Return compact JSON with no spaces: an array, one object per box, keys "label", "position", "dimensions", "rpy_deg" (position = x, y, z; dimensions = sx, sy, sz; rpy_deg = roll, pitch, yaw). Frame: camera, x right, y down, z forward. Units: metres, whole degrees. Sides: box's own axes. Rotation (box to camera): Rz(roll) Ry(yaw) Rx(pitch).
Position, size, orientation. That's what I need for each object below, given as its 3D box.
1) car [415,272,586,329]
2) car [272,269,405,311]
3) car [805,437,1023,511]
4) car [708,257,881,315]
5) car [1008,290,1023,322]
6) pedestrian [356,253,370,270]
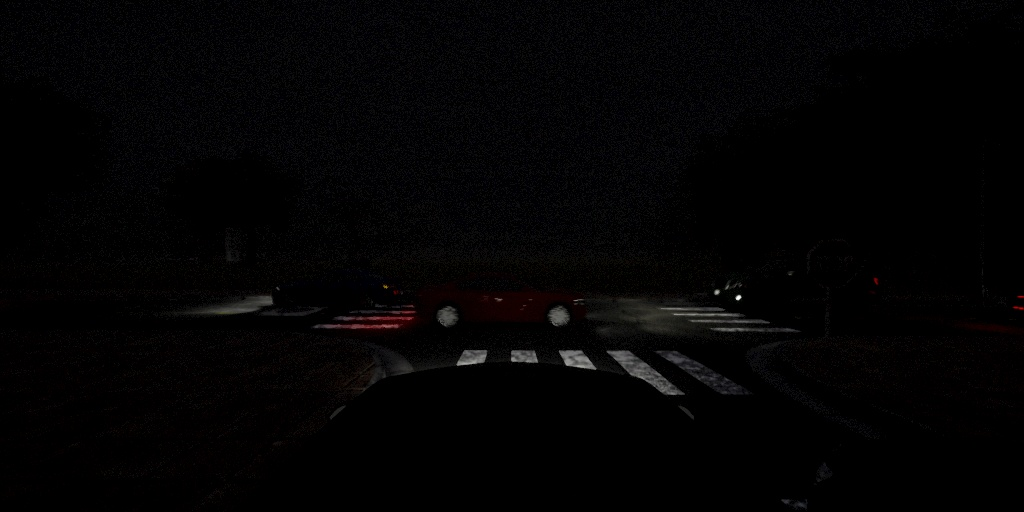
[{"label":"car","position":[-0.324,1.231,10.736],"dimensions":[5.008,1.535,1.882],"rpy_deg":[0,0,0]},{"label":"car","position":[-6.510,1.208,13.663],"dimensions":[4.674,1.442,1.812],"rpy_deg":[0,1,0]},{"label":"car","position":[2.639,1.301,0.391],"dimensions":[2.007,1.370,4.403],"rpy_deg":[0,0,0]},{"label":"car","position":[10.600,1.051,13.683],"dimensions":[5.566,2.045,2.150],"rpy_deg":[0,1,0]},{"label":"car","position":[18.139,1.469,10.754],"dimensions":[4.892,1.490,1.837],"rpy_deg":[1,1,0]},{"label":"pedestrian","position":[-6.895,0.756,16.561],"dimensions":[0.375,1.860,0.375],"rpy_deg":[0,1,0]}]
